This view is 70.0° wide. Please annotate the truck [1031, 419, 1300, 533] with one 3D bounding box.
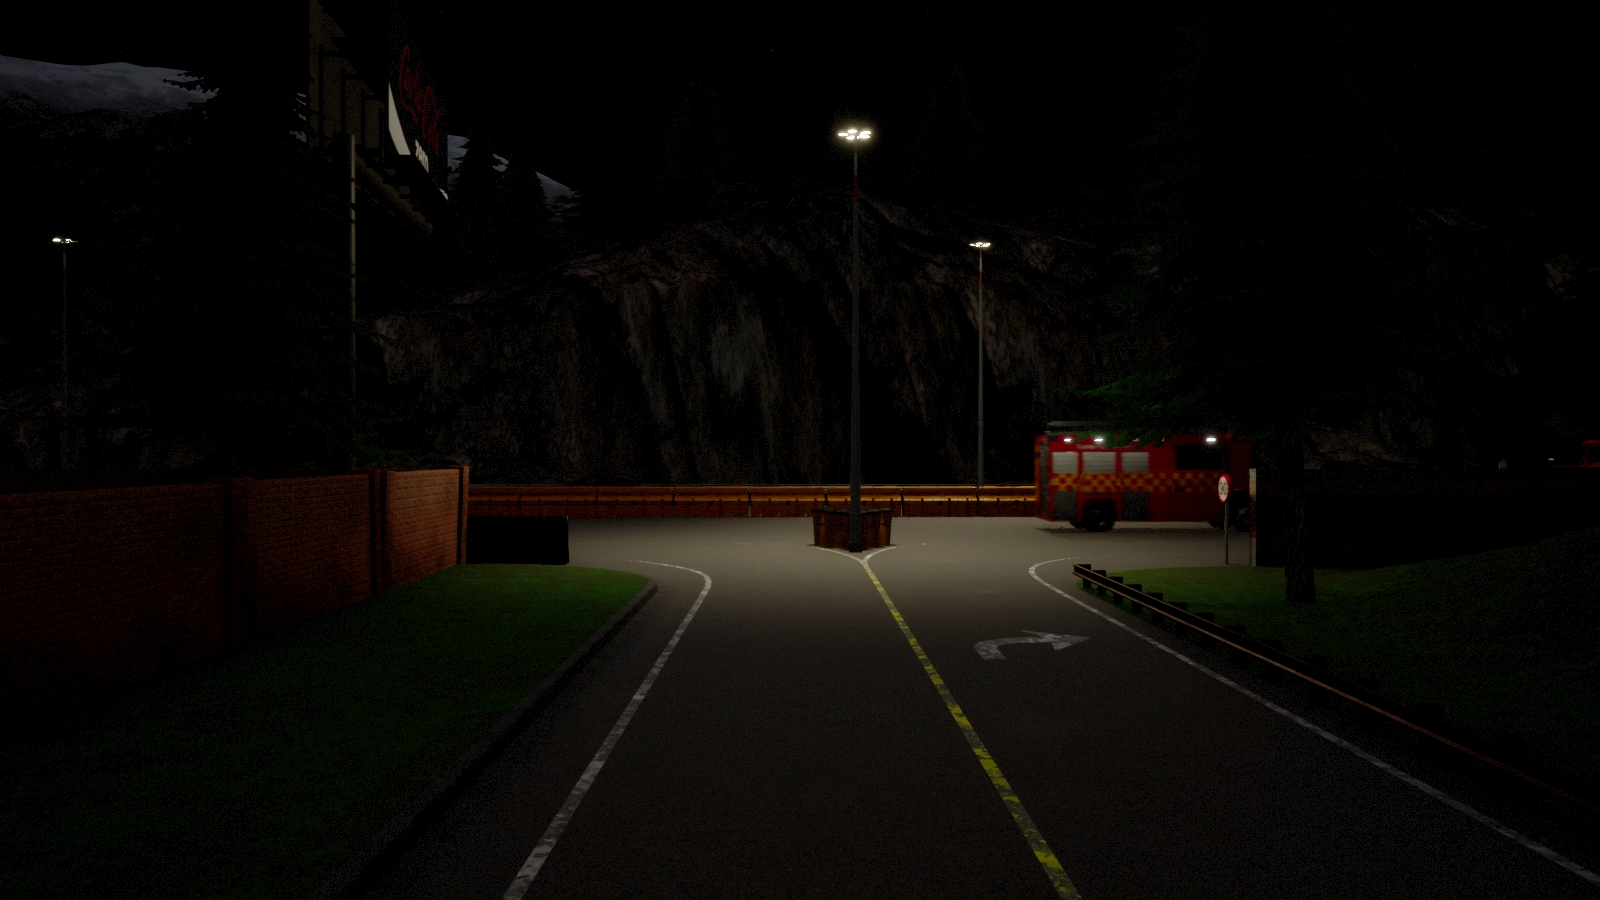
[{"bbox_3d":[12.565,0.891,39.880,8.468,3.827,2.891,0,0,1],"label":"truck"}]
